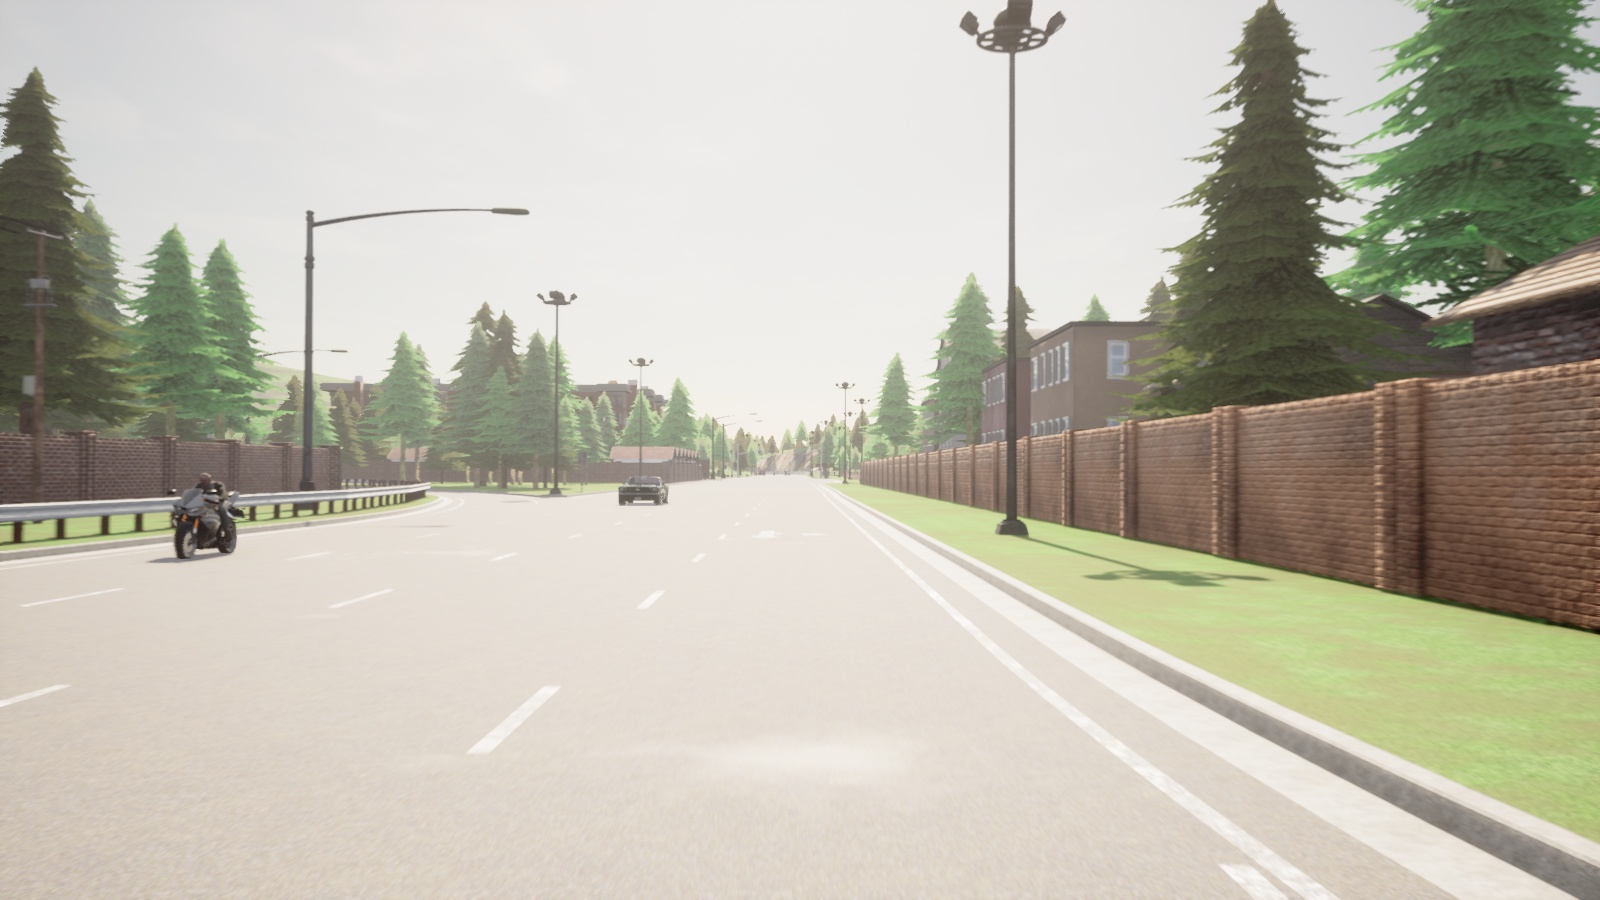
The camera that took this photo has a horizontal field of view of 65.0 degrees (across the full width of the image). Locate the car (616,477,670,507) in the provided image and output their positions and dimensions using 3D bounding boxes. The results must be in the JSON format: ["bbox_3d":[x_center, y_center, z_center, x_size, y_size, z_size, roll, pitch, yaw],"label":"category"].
[{"bbox_3d":[-7.139,1.906,57.576,1.895,1.301,4.718,0,-1,0],"label":"car"}]

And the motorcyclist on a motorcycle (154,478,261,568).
[{"bbox_3d":[-10.554,1.268,22.467,0.866,1.530,2.191,0,-2,0],"label":"motorcyclist on a motorcycle"}]
